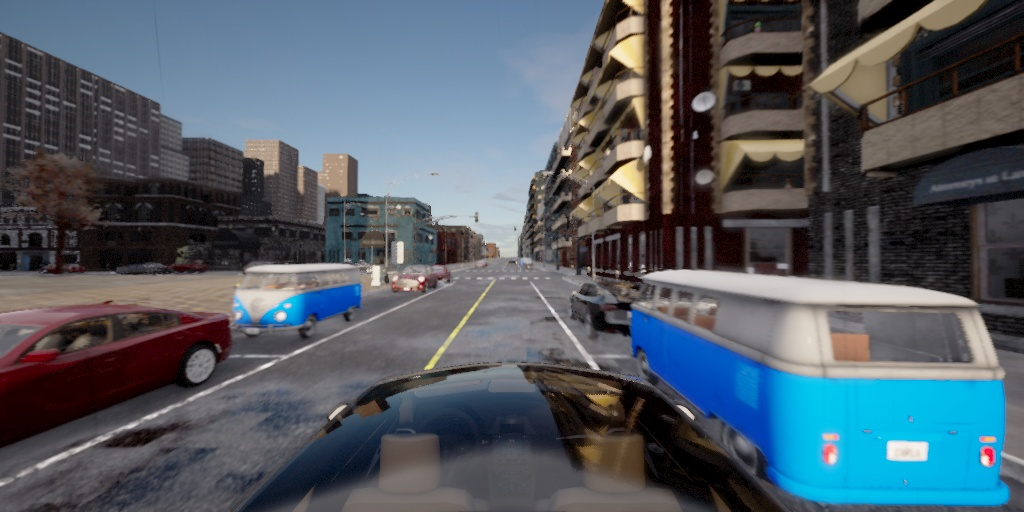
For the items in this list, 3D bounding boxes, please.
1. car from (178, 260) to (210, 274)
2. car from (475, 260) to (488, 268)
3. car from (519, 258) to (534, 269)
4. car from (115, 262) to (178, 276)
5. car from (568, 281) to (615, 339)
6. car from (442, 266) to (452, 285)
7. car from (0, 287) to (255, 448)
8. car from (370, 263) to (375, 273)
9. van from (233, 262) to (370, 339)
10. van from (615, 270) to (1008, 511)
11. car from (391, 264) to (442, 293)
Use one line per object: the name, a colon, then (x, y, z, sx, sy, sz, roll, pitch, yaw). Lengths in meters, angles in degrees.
car: (-42.909, 1.446, 47.427, 5.009, 1.841, 2.192, 0, 0, 1)
car: (-5.690, 1.491, 64.913, 1.802, 1.307, 4.207, 0, 0, 0)
car: (2.691, 1.450, 59.369, 2.007, 1.370, 4.403, 0, 0, 0)
car: (-42.659, 1.577, 41.624, 5.357, 1.411, 2.033, 0, -1, 1)
car: (2.692, 1.342, 9.944, 1.948, 1.339, 4.313, 0, 0, 0)
car: (-5.656, 1.369, 26.848, 1.888, 1.381, 4.507, 0, 0, 0)
car: (-5.655, 1.303, 4.264, 1.888, 1.381, 4.507, 0, 0, 0)
car: (-19.714, 1.574, 47.154, 4.403, 1.370, 2.007, 0, 0, 1)
van: (-5.656, 1.116, 9.910, 1.690, 1.789, 3.998, 0, 0, 0)
van: (2.693, 1.099, 4.298, 1.690, 1.789, 3.998, 0, 0, 0)
car: (-5.656, 1.248, 21.202, 1.967, 1.591, 4.097, 0, 0, 0)
